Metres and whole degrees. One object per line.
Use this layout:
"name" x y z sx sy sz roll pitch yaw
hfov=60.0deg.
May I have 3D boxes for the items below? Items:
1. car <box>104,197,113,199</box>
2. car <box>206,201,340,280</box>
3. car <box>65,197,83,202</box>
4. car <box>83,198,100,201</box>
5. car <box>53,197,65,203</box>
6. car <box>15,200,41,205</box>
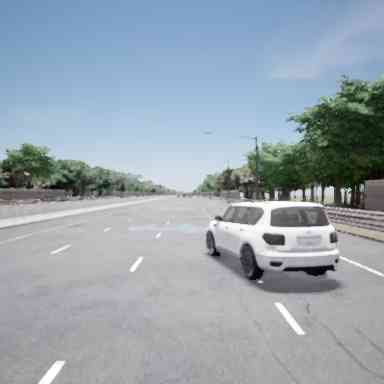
"car" -17.853 1.806 71.754 1.994 1.385 4.181 0 0 0
"car" 2.108 1.301 10.365 2.150 2.045 5.566 0 -1 -14
"car" -24.852 1.791 71.704 2.033 1.411 5.357 0 0 0
"car" -21.352 1.847 71.699 1.895 1.301 4.718 0 0 0
"car" -28.352 1.751 71.679 1.837 1.490 4.892 0 0 0
"car" -17.610 1.661 35.611 1.882 1.535 5.008 0 0 0
